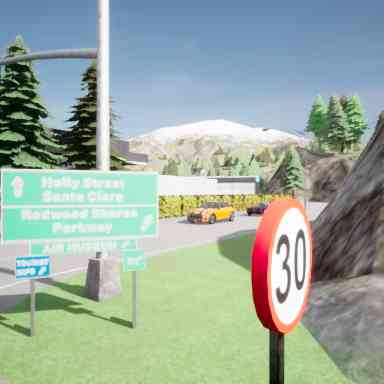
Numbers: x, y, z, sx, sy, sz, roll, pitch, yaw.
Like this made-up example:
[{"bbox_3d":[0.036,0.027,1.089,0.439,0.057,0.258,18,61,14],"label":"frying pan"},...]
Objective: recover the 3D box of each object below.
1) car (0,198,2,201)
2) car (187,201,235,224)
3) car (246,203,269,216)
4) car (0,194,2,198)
[{"bbox_3d":[-12.422,1.504,26.064,1.905,1.878,3.866,0,0,35],"label":"car"},{"bbox_3d":[1.563,1.544,26.726,2.097,1.767,4.553,0,0,36],"label":"car"},{"bbox_3d":[7.468,1.792,34.853,1.895,1.301,4.718,0,0,36],"label":"car"},{"bbox_3d":[-38.665,1.489,69.982,4.514,1.523,2.007,0,0,35],"label":"car"}]
